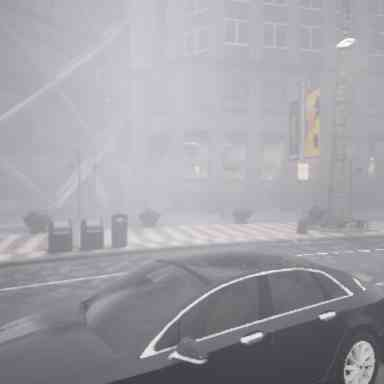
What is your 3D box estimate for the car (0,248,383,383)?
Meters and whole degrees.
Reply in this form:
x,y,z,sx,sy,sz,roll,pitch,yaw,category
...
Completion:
x,y,z,sx,sy,sz,roll,pitch,yaw,category
0.145,1.474,3.663,4.892,1.490,1.837,0,0,-29,car
